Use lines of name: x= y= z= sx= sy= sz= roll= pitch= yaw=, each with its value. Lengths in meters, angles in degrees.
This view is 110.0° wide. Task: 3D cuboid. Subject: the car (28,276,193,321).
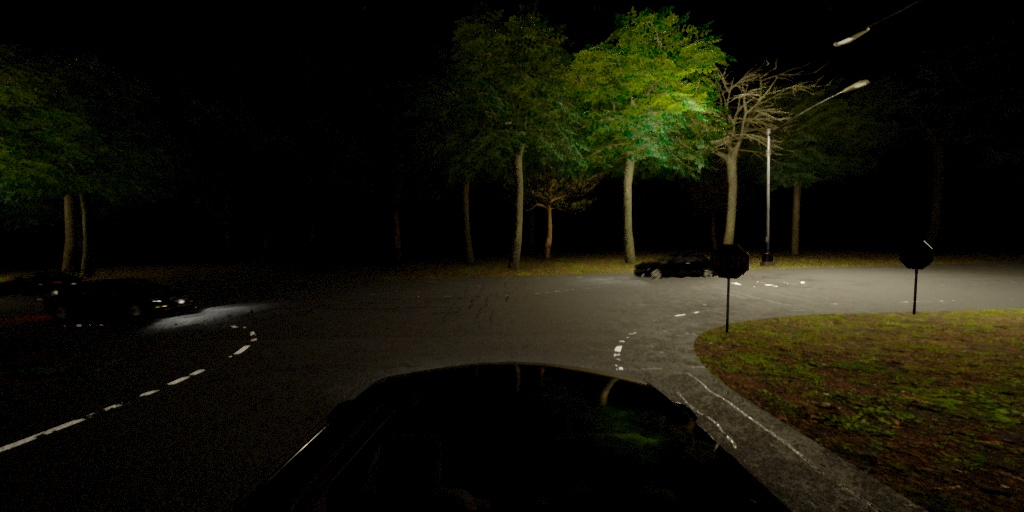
car: x=-16.084 y=1.708 z=14.775 sx=4.892 sy=1.490 sz=1.837 roll=-1 pitch=3 yaw=0

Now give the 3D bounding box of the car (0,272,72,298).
car: x=-28.566 y=1.699 z=21.719 sx=4.181 sy=1.385 sz=1.994 roll=-1 pitch=3 yaw=0

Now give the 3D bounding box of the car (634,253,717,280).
car: x=10.084 y=0.631 z=21.947 sx=5.008 sy=1.535 sz=1.882 roll=-2 pitch=3 yaw=0
